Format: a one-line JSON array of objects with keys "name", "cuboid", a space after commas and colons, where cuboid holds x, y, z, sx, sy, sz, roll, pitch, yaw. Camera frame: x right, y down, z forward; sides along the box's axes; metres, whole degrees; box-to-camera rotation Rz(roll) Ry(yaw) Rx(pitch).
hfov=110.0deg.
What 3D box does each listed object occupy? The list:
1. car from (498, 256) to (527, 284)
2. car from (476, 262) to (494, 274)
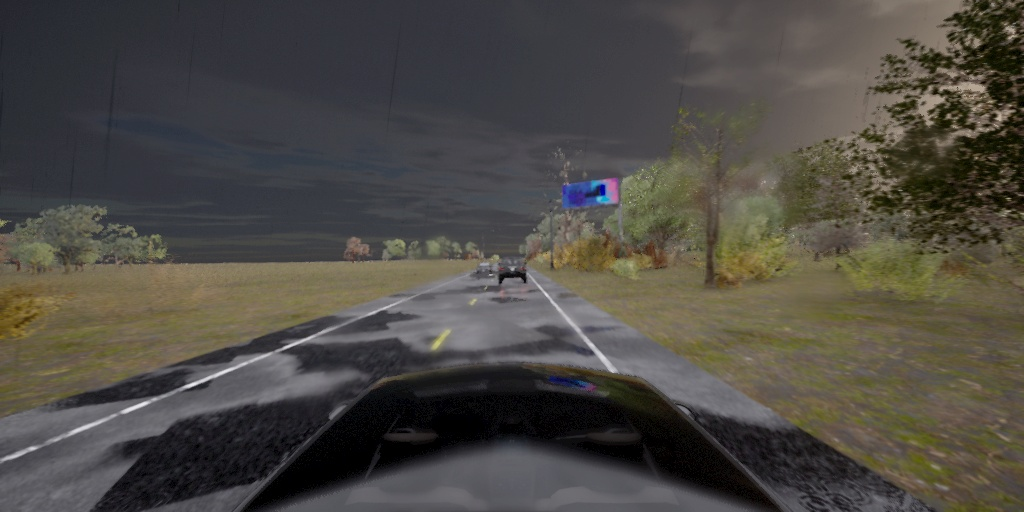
[{"name": "car", "cuboid": [0.053, 1.047, 28.552, 2.150, 2.045, 5.566, -1, 0, 0]}, {"name": "car", "cuboid": [-3.404, 1.500, 45.267, 1.812, 1.442, 4.674, -1, 0, 0]}]
